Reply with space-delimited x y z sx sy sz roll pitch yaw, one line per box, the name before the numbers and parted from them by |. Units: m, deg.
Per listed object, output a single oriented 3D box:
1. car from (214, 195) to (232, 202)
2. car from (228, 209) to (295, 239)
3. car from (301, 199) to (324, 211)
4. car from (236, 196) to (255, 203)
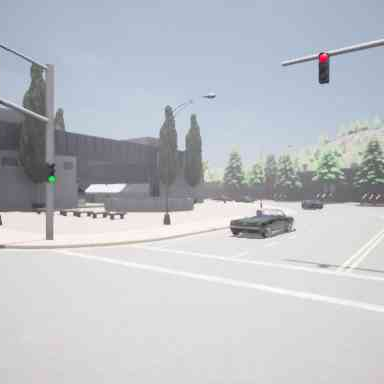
car | 6.630 1.415 71.841 1.812 1.442 4.674 0 0 -37
car | 3.819 1.597 17.780 1.895 1.301 4.718 0 0 36
car | 14.946 1.595 41.311 1.895 1.301 4.718 0 0 9
car | 10.493 1.512 65.671 1.812 1.442 4.674 0 0 -27
